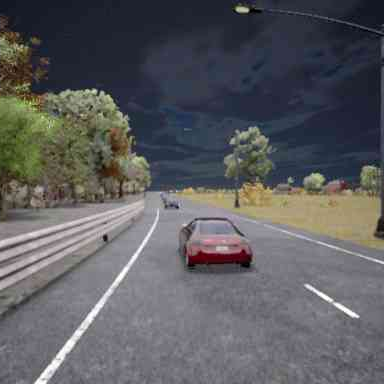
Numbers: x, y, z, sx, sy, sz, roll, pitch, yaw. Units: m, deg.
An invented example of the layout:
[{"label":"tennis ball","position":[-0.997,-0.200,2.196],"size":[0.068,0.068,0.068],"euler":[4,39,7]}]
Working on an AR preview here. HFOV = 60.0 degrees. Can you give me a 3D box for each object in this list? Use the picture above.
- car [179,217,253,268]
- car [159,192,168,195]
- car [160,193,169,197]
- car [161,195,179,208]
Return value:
[{"label":"car","position":[0.635,1.547,11.304],"size":[1.994,1.385,4.181],"euler":[0,0,-6]},{"label":"car","position":[-6.429,1.332,80.220],"size":[2.033,1.411,5.357],"euler":[0,0,-6]},{"label":"car","position":[-4.341,1.403,59.857],"size":[2.033,1.411,5.357],"euler":[0,0,-6]},{"label":"car","position":[-2.803,1.445,44.840],"size":[2.033,1.411,5.357],"euler":[0,0,-6]}]
